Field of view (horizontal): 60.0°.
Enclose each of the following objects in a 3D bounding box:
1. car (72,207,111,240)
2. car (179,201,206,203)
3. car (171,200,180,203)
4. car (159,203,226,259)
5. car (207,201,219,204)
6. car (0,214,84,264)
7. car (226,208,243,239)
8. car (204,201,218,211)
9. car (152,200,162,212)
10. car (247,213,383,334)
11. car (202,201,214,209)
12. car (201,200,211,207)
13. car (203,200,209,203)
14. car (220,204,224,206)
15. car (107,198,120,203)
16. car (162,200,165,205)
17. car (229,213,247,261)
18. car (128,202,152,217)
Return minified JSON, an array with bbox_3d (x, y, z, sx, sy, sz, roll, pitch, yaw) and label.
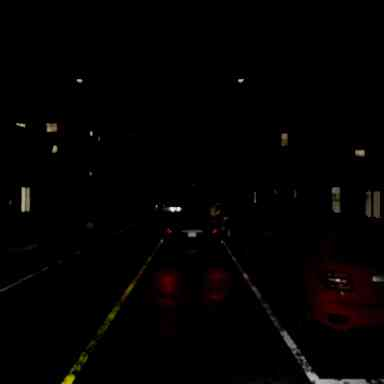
[{"bbox_3d":[-5.686,1.634,17.865,1.967,1.590,4.097,1,-1,0],"label":"car"},{"bbox_3d":[0.018,1.793,29.237,1.882,1.535,5.008,0,0,0],"label":"car"},{"bbox_3d":[-3.050,2.186,63.282,2.128,1.511,4.902,0,-1,1],"label":"car"},{"bbox_3d":[0.016,1.497,13.429,2.097,1.767,4.553,0,-1,0],"label":"car"},{"bbox_3d":[2.749,1.897,34.327,1.752,1.417,4.829,0,-1,0],"label":"car"},{"bbox_3d":[-5.686,1.716,12.331,1.802,1.307,4.206,1,-1,0],"label":"car"},{"bbox_3d":[2.693,1.759,17.865,1.947,1.339,4.313,0,-1,0],"label":"car"},{"bbox_3d":[2.814,2.111,50.092,1.947,1.339,4.313,0,-1,0],"label":"car"},{"bbox_3d":[-5.819,2.064,47.172,2.008,1.369,4.403,0,-1,0],"label":"car"},{"bbox_3d":[2.698,1.389,6.802,2.192,1.841,5.009,0,-1,0],"label":"car"},{"bbox_3d":[2.811,2.227,59.093,1.802,1.307,4.206,0,-1,0],"label":"car"},{"bbox_3d":[2.808,2.291,68.094,1.887,1.381,4.507,0,-1,0],"label":"car"},{"bbox_3d":[2.787,2.012,42.548,2.008,1.369,4.403,0,-1,0],"label":"car"},{"bbox_3d":[2.699,1.794,23.091,1.887,1.381,4.507,0,-1,0],"label":"car"},{"bbox_3d":[-20.018,2.061,81.428,4.507,1.381,1.887,1,-2,-1],"label":"car"},{"bbox_3d":[-5.827,2.073,57.991,1.967,1.590,4.097,0,-1,0],"label":"car"},{"bbox_3d":[2.694,1.699,12.332,1.947,1.339,4.313,0,-1,0],"label":"car"},{"bbox_3d":[-5.761,1.915,35.937,1.752,1.417,4.829,1,-1,0],"label":"car"}]
